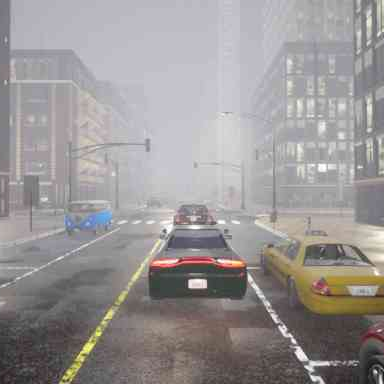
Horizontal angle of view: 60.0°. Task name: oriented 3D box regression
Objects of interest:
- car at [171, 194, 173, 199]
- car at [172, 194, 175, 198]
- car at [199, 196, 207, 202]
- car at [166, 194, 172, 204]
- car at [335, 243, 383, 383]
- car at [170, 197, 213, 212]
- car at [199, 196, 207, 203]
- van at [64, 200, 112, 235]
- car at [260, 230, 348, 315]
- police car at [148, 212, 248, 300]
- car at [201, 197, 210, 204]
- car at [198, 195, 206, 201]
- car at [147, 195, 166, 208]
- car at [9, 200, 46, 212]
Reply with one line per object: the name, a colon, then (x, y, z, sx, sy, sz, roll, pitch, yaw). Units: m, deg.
car: (-5.688, 1.761, 73.508, 1.802, 1.307, 4.206, 0, 0, 0)
car: (-5.688, 1.647, 79.172, 1.967, 1.590, 4.097, 0, 0, 0)
car: (2.691, 1.802, 84.835, 1.947, 1.339, 4.313, 0, 0, 0)
car: (-5.688, 1.720, 67.846, 1.947, 1.339, 4.313, 0, 0, 0)
car: (2.706, 1.441, 1.883, 1.967, 1.590, 4.097, 1, 0, 0)
car: (0.085, 1.369, 18.616, 2.097, 1.767, 4.553, 0, 0, 0)
car: (2.691, 1.733, 79.342, 1.752, 1.417, 4.829, 0, 0, 0)
van: (-5.660, 1.358, 18.453, 1.690, 1.788, 3.998, 1, 0, 0)
car: (2.707, 1.529, 7.577, 1.752, 1.417, 4.829, 1, 0, 0)
police car: (0.102, 1.509, 8.506, 2.038, 1.542, 4.974, 0, 0, 0)
car: (2.692, 1.680, 68.017, 1.752, 1.417, 4.829, 0, 0, 0)
car: (2.691, 1.705, 90.499, 1.967, 1.590, 4.097, 0, 0, 0)
car: (-5.685, 1.408, 50.859, 2.192, 1.841, 5.009, 0, 0, 0)
car: (-19.056, 1.538, 37.861, 4.507, 1.381, 1.887, 0, -1, 0)
